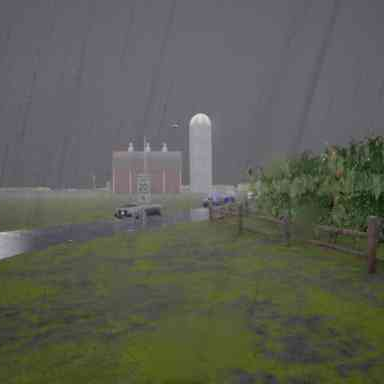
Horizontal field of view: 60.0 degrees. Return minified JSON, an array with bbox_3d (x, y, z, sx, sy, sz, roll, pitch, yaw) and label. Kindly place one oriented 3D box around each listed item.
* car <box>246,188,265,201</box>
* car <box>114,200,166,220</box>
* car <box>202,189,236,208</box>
[{"bbox_3d":[9.900,0.381,51.345,2.150,2.045,5.566,-1,1,22],"label":"car"},{"bbox_3d":[-3.726,1.253,24.453,1.994,1.385,4.181,-1,1,31],"label":"car"},{"bbox_3d":[3.071,0.665,36.782,2.150,2.045,5.566,-1,1,27],"label":"car"}]
